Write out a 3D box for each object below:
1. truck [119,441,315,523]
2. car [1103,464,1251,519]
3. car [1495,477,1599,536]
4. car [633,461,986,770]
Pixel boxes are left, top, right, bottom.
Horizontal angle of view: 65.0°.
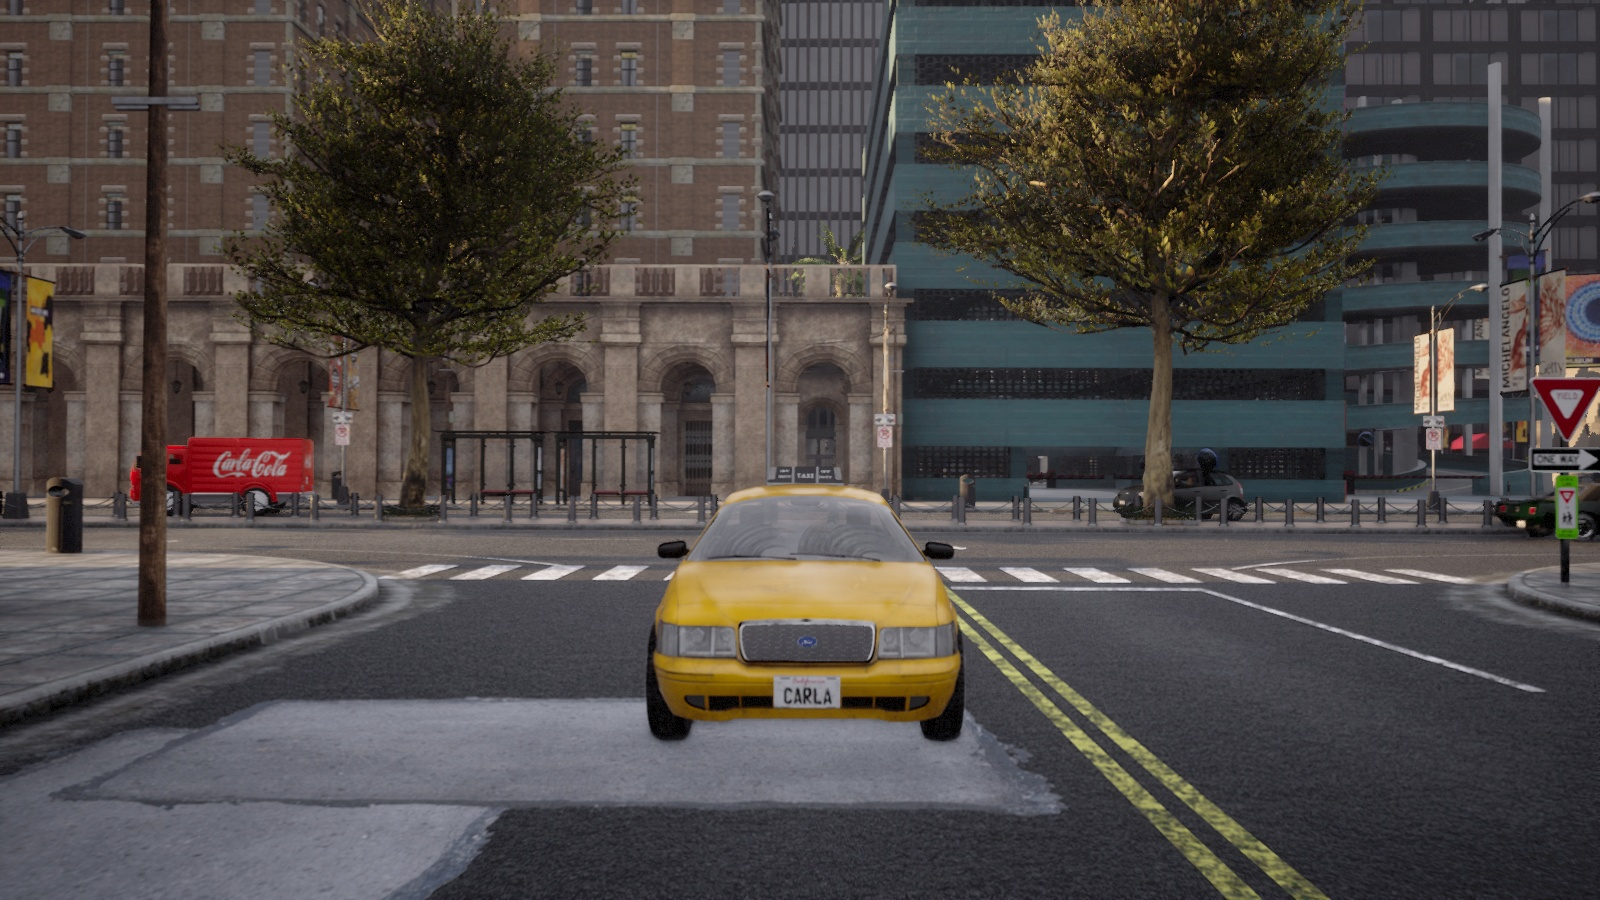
[{"bbox_3d":[-18.421,0.991,39.986,5.204,2.467,2.627,0,-1,-12],"label":"truck"},{"bbox_3d":[11.599,1.242,38.697,3.988,1.617,1.851,0,-1,-18],"label":"car"},{"bbox_3d":[18.806,1.268,28.741,4.718,1.301,1.895,0,-1,1],"label":"car"},{"bbox_3d":[0.046,0.886,9.119,1.801,1.575,5.366,0,-1,0],"label":"car"}]
